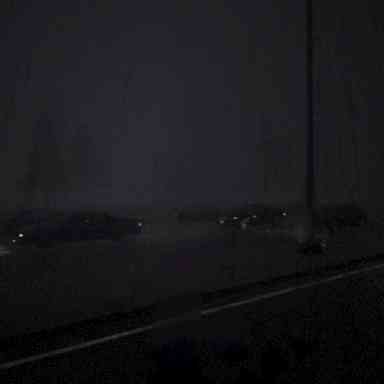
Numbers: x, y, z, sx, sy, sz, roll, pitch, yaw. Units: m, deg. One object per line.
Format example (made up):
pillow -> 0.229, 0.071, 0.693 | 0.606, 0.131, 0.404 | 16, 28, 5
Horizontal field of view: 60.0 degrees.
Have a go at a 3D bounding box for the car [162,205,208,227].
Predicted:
car -> 0.346, 1.581, 22.627 | 4.718, 1.301, 1.895 | 0, 0, -35

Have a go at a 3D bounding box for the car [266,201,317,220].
car -> 8.551, 1.528, 28.395 | 4.181, 1.385, 1.994 | 0, 0, -35

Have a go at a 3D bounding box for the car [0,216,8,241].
car -> -7.965, 1.543, 16.718 | 5.357, 1.411, 2.033 | 0, 0, -35

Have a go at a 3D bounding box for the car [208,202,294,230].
car -> 3.740, 1.469, 20.751 | 4.902, 1.511, 2.128 | 0, 0, -35

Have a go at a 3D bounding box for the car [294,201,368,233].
car -> 8.502, 1.480, 19.733 | 4.892, 1.490, 1.837 | 0, 0, -35

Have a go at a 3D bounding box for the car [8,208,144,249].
car -> -4.836, 1.541, 14.655 | 5.357, 1.411, 2.033 | 0, 0, -35
